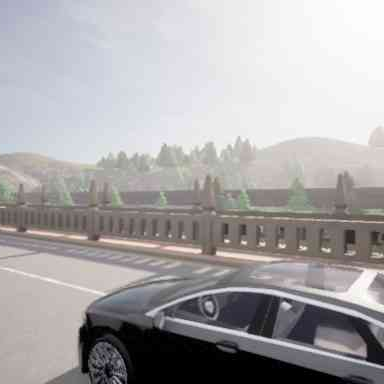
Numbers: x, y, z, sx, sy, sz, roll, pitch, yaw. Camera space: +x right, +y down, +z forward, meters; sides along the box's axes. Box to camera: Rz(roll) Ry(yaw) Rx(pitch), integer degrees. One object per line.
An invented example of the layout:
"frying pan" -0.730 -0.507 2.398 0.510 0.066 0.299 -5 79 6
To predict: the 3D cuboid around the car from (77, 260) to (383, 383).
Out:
"car" 0.826 1.499 3.404 4.902 1.511 2.128 0 0 35
